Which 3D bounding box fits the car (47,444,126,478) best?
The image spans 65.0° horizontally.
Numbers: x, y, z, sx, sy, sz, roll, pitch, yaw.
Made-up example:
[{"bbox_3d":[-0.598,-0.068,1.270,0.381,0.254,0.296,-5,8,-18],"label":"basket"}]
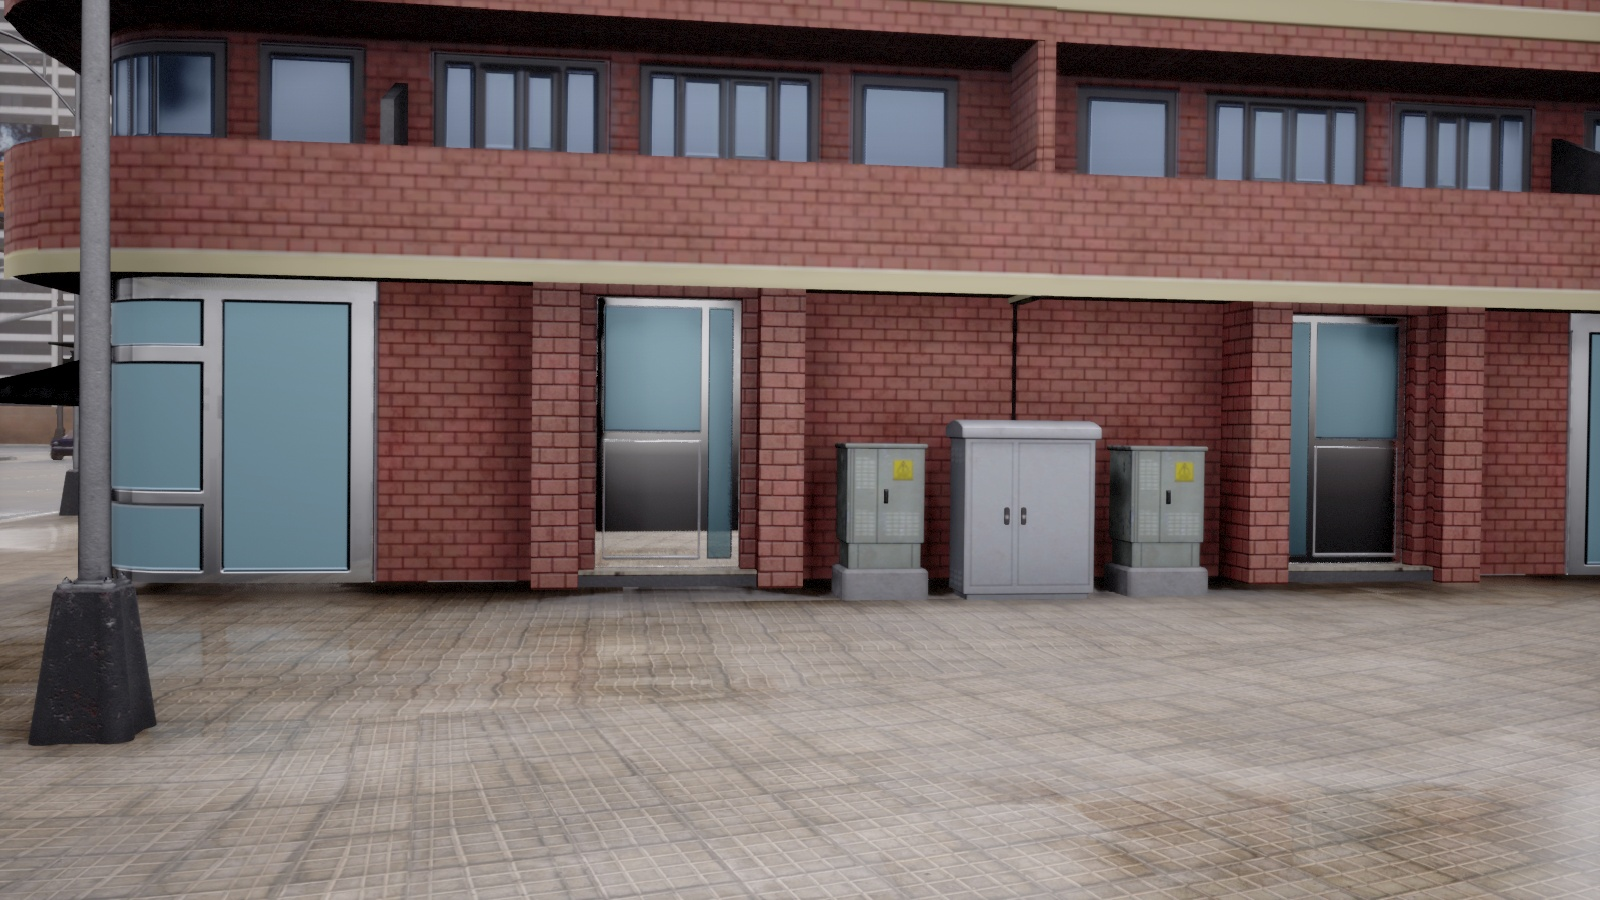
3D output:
[{"bbox_3d":[-29.770,0.421,52.526,1.895,1.301,4.718,-1,1,-17],"label":"car"}]
